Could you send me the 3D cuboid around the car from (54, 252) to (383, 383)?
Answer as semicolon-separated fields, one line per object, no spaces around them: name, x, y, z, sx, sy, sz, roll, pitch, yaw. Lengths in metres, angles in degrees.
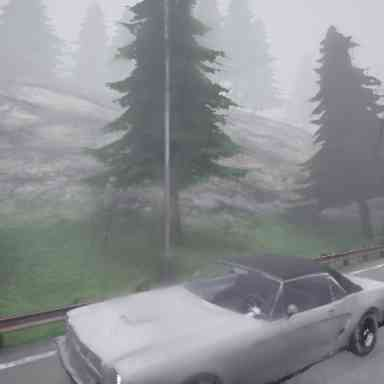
car;0.759;1.599;4.481;4.718;1.301;1.895;0;0;-35
